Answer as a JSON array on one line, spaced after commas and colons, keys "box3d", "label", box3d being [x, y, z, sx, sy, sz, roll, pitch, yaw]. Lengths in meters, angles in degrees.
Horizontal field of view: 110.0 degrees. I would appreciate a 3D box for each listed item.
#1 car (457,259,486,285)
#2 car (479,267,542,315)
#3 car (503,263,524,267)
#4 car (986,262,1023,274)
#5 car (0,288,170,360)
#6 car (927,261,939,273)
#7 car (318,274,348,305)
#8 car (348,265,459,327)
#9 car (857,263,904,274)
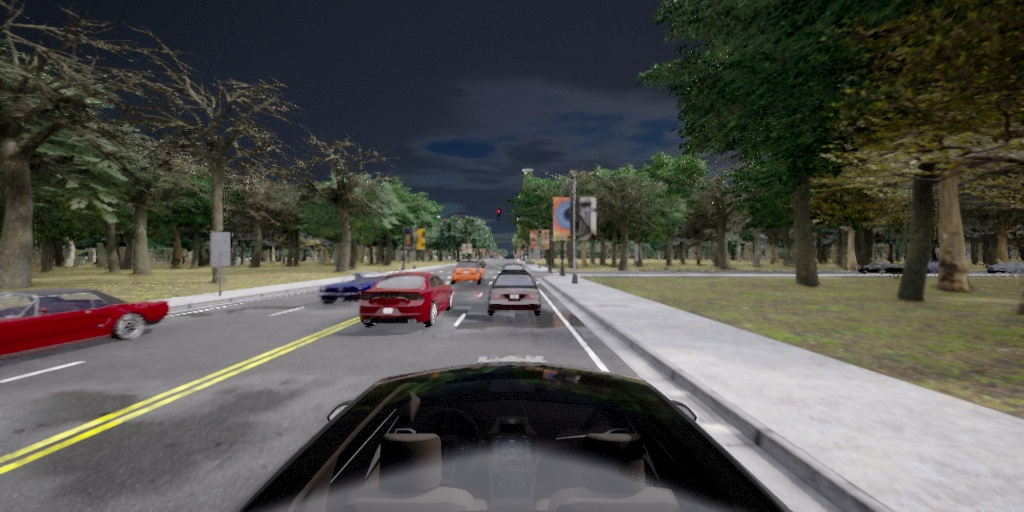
[{"box3d": [-3.148, 1.125, 26.661, 2.097, 1.767, 4.553, 0, 0, 0], "label": "car"}, {"box3d": [0.088, 1.305, 13.578, 2.033, 1.411, 5.357, 0, 0, 0], "label": "car"}, {"box3d": [0.090, 1.248, 25.412, 1.882, 1.535, 5.008, 0, 0, -2], "label": "car"}, {"box3d": [52.750, 1.300, 37.537, 4.181, 1.385, 1.994, 0, 0, 0], "label": "car"}, {"box3d": [-9.849, 1.354, 7.069, 1.895, 1.301, 4.718, 0, 0, 0], "label": "car"}, {"box3d": [46.220, 1.286, 40.303, 5.357, 1.411, 2.033, 0, 0, 0], "label": "car"}, {"box3d": [-6.592, 1.361, 16.018, 1.895, 1.301, 4.718, 0, 0, 0], "label": "car"}, {"box3d": [-3.138, 1.234, 11.564, 1.882, 1.535, 5.008, 0, 0, 0], "label": "car"}, {"box3d": [39.246, 1.341, 37.529, 4.718, 1.301, 1.895, 0, 0, 1], "label": "car"}]
